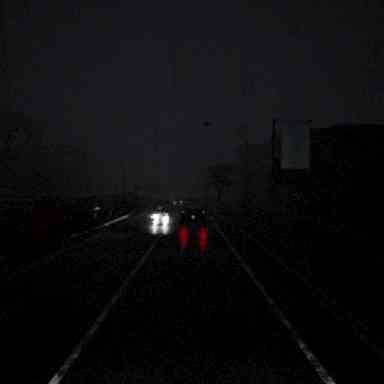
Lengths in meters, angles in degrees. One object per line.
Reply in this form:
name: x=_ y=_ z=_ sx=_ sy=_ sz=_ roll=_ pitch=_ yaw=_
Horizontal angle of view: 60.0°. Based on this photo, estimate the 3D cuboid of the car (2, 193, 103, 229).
car: x=-8.919 y=1.247 z=21.166 sx=5.566 sy=2.045 sz=2.435 roll=0 pitch=0 yaw=0

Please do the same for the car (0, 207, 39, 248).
car: x=-8.928 y=1.491 z=12.755 sx=4.892 sy=1.521 sz=2.231 roll=0 pitch=0 yaw=0

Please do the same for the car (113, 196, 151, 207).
car: x=-8.804 y=1.379 z=49.207 sx=5.366 sy=1.575 sz=1.946 roll=0 pitch=0 yaw=0

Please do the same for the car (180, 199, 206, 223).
car: x=0.098 y=1.515 z=25.078 sx=1.812 sy=1.442 sz=4.674 roll=0 pitch=0 yaw=0

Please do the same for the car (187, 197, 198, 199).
car: x=0.093 y=1.422 z=41.811 sx=2.128 sy=1.511 sz=4.902 roll=0 pitch=0 yaw=0

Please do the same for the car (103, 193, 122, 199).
car: x=-22.164 y=1.125 z=92.753 sx=4.792 sy=1.488 sz=2.163 roll=0 pitch=0 yaw=0

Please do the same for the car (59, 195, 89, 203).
car: x=-22.060 y=1.323 z=62.223 sx=4.792 sy=1.488 sz=2.163 roll=0 pitch=0 yaw=0

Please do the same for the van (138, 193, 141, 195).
van: x=-9.098 y=1.194 z=43.599 sx=4.442 sy=1.987 sz=1.878 roll=0 pitch=0 yaw=0

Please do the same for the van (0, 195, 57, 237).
van: x=-9.056 y=1.267 z=15.558 sx=4.442 sy=1.987 sz=1.878 roll=0 pitch=0 yaw=0

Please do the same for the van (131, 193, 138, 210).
van: x=-8.856 y=1.231 z=37.989 sx=4.442 sy=1.987 sz=1.878 roll=0 pitch=0 yaw=0

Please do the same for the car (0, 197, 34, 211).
car: x=-22.050 y=1.446 z=40.019 sx=4.892 sy=1.521 sz=2.231 roll=0 pitch=0 yaw=0

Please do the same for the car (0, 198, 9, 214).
car: x=-22.232 y=1.473 z=34.464 sx=5.366 sy=1.575 sz=1.946 roll=0 pitch=0 yaw=0

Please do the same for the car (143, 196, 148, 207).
car: x=-8.988 y=1.441 z=46.404 sx=4.674 sy=1.452 sz=2.002 roll=0 pitch=0 yaw=0

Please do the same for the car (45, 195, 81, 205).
car: x=-21.895 y=1.328 z=56.671 sx=5.366 sy=1.575 sz=1.946 roll=0 pitch=0 yaw=0

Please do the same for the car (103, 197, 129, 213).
car: x=-8.994 y=1.515 z=32.385 sx=4.792 sy=1.488 sz=2.163 roll=0 pitch=0 yaw=0

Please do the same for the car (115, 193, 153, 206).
car: x=-8.966 y=1.111 z=52.008 sx=5.566 sy=2.045 sz=2.435 roll=0 pitch=0 yaw=0

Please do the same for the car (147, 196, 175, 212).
car: x=-3.349 y=1.443 z=37.210 sx=2.128 sy=1.511 sz=4.902 roll=0 pitch=0 yaw=0

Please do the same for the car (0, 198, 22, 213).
car: x=-22.046 y=1.462 z=37.241 sx=5.008 sy=1.535 sz=2.097 roll=0 pitch=0 yaw=0

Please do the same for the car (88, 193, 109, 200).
car: x=-22.146 y=1.056 z=78.875 sx=4.553 sy=1.767 sz=2.185 roll=0 pitch=0 yaw=0

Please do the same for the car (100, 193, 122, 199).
car: x=-21.945 y=1.109 z=89.976 sx=5.366 sy=1.575 sz=1.946 roll=0 pitch=0 yaw=0

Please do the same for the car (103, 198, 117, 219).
car: x=-8.962 y=1.498 z=26.774 sx=4.892 sy=1.521 sz=2.231 roll=0 pitch=0 yaw=0

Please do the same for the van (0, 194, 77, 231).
van: x=-9.060 y=1.269 z=18.361 sx=4.442 sy=1.987 sz=1.878 roll=0 pitch=0 yaw=0

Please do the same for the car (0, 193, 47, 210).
car: x=-22.031 y=1.175 z=42.792 sx=5.566 sy=2.045 sz=2.435 roll=0 pitch=0 yaw=0

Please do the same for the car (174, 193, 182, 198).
car: x=-3.262 y=0.904 z=78.669 sx=1.812 sy=1.442 sz=4.674 roll=0 pitch=1 yaw=0

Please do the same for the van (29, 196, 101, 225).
van: x=-9.068 y=1.275 z=23.966 sx=4.442 sy=1.987 sz=1.878 roll=0 pitch=0 yaw=0

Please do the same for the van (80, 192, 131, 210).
van: x=-9.085 y=1.245 z=35.187 sx=4.442 sy=1.987 sz=1.878 roll=0 pitch=0 yaw=0

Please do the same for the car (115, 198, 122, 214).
car: x=-8.958 y=1.533 z=29.577 sx=4.674 sy=1.452 sz=2.002 roll=0 pitch=0 yaw=0

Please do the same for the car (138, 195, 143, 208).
car: x=-8.972 y=1.439 z=40.797 sx=5.008 sy=1.535 sz=2.097 roll=0 pitch=0 yaw=0
